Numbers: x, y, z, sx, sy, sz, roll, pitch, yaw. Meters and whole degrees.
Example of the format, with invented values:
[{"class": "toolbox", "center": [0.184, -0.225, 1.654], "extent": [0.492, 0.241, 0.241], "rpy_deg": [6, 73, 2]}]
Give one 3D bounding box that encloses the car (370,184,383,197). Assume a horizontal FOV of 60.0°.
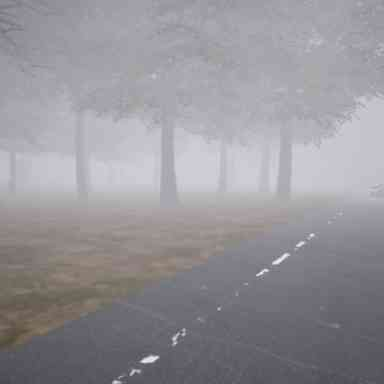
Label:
[{"class": "car", "center": [23.340, -0.227, 41.124], "extent": [2.097, 1.767, 4.553], "rpy_deg": [5, 4, 30]}]
